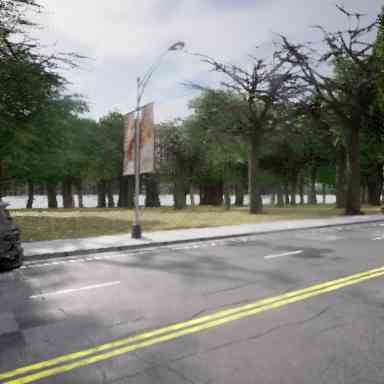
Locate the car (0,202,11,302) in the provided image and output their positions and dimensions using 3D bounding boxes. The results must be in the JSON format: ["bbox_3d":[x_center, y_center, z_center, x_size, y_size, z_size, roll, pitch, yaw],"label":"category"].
[{"bbox_3d":[-5.405,1.231,3.814,5.566,2.045,2.150,0,0,-36],"label":"car"}]

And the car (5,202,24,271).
[{"bbox_3d":[-6.618,1.231,6.941,5.566,2.045,2.150,0,0,-36],"label":"car"}]
